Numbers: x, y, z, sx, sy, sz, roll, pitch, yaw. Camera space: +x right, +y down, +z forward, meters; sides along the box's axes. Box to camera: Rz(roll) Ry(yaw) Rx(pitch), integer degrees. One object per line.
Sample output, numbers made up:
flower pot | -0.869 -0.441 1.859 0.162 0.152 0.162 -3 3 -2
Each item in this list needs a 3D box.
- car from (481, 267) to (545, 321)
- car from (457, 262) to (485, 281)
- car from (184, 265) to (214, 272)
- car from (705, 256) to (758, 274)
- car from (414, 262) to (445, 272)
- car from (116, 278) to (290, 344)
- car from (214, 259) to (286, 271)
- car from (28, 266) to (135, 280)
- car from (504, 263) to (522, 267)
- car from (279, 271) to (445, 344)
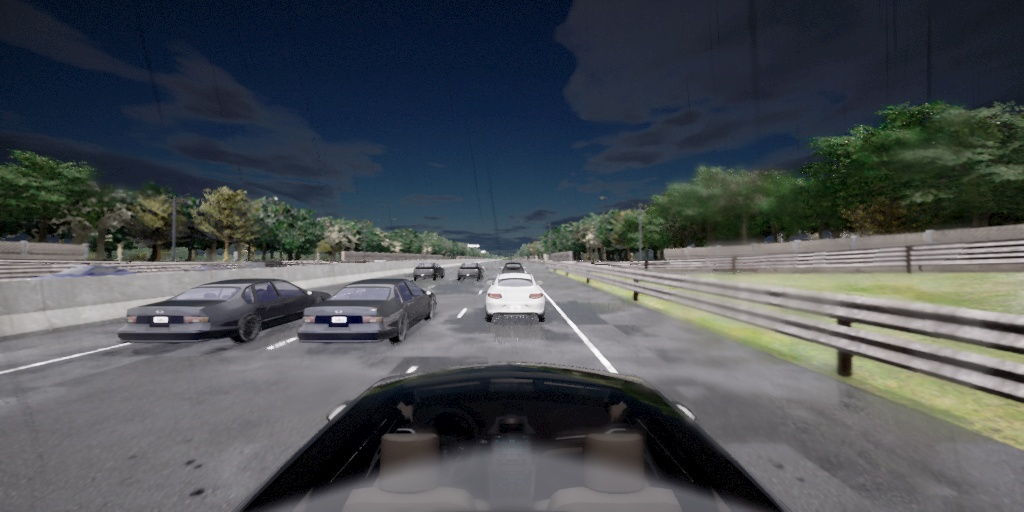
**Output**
car | 0.102 1.283 12.349 1.812 1.442 4.674 0 0 0
car | -3.395 1.276 30.154 2.128 1.511 4.902 0 0 0
car | -21.092 1.338 24.834 1.994 1.385 4.181 0 0 0
car | 21.222 0.828 34.978 2.097 1.767 4.553 0 -2 -18
car | -6.895 1.276 30.129 2.128 1.511 4.902 0 0 0
car | -6.898 1.302 9.549 2.033 1.411 5.357 0 0 0
car | -17.593 1.126 24.911 2.097 1.767 4.553 0 0 0
car | -24.594 1.293 20.753 1.812 1.442 4.674 0 0 0
car | 0.106 1.290 30.336 1.837 1.490 4.892 0 0 0
car | -3.398 1.302 9.555 2.033 1.411 5.357 0 0 0
